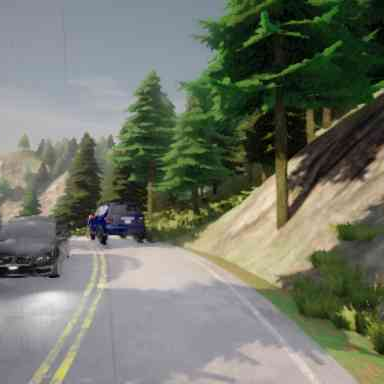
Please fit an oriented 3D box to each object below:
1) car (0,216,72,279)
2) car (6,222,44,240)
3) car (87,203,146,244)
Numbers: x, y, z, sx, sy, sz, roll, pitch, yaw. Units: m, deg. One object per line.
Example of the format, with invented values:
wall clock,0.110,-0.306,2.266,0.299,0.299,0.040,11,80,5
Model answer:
car,-4.728,1.531,9.931,1.837,1.490,4.892,2,-2,-16
car,-16.482,3.831,32.727,4.674,1.442,1.812,-11,-10,42
car,-4.226,1.665,18.190,2.150,2.045,5.566,3,-5,-26
